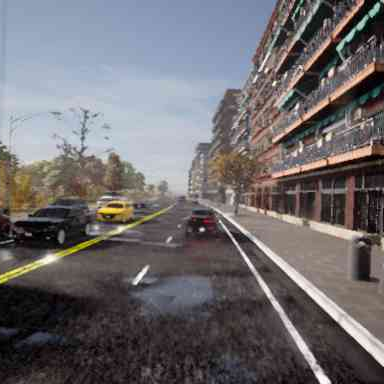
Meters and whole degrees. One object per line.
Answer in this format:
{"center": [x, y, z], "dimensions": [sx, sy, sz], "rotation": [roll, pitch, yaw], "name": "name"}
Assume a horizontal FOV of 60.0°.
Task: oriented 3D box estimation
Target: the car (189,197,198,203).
{"center": [0.375, 2.352, 94.911], "dimensions": [2.128, 1.511, 4.902], "rotation": [2, -1, -2], "name": "car"}

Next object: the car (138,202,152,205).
{"center": [-5.462, 1.324, 36.699], "dimensions": [1.994, 1.385, 4.181], "rotation": [2, -1, 1], "name": "car"}

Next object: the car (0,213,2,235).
{"center": [-9.421, 1.324, 13.939], "dimensions": [1.994, 1.385, 4.181], "rotation": [2, -1, 2], "name": "car"}

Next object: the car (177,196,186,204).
{"center": [-2.522, 1.930, 84.378], "dimensions": [2.150, 2.045, 5.566], "rotation": [2, -1, -2], "name": "car"}

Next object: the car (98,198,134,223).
{"center": [-5.797, 1.483, 25.758], "dimensions": [1.882, 1.535, 5.008], "rotation": [2, -1, 2], "name": "car"}

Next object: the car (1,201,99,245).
{"center": [-6.130, 1.375, 15.146], "dimensions": [1.882, 1.535, 5.008], "rotation": [2, -1, 2], "name": "car"}

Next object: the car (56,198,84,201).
{"center": [-9.086, 1.216, 24.183], "dimensions": [2.097, 1.767, 4.553], "rotation": [2, -1, 2], "name": "car"}

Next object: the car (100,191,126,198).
{"center": [-8.697, 0.871, 36.722], "dimensions": [2.150, 2.045, 5.566], "rotation": [2, -1, 1], "name": "car"}

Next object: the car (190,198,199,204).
{"center": [0.696, 2.434, 84.955], "dimensions": [1.895, 1.301, 4.718], "rotation": [2, -1, -2], "name": "car"}

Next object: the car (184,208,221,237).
{"center": [0.617, 1.703, 19.510], "dimensions": [1.837, 1.490, 4.892], "rotation": [2, -1, 2], "name": "car"}
